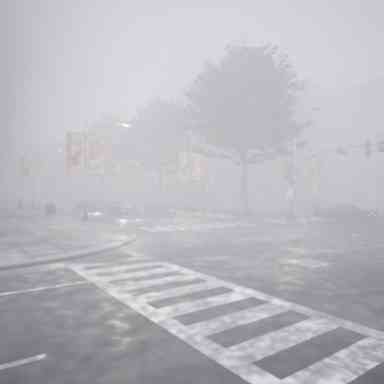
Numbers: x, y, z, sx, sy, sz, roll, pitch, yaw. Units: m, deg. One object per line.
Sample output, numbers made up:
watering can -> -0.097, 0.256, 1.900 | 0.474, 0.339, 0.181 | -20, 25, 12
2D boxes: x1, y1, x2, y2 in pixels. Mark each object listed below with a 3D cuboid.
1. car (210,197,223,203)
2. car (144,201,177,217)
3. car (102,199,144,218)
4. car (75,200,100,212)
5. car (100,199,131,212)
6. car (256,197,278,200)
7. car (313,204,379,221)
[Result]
car -> 4.894, 1.842, 74.575 | 2.161, 1.482, 4.786 | 1, 0, -36
car -> -3.319, 1.642, 33.071 | 2.128, 1.511, 4.902 | 1, 0, -36
car -> -6.632, 1.645, 31.675 | 1.812, 1.442, 4.674 | 1, 0, -35
car -> -12.535, 1.684, 39.927 | 1.994, 1.385, 4.181 | 1, 0, -36
car -> -9.757, 1.640, 42.063 | 2.128, 1.511, 4.902 | 1, 0, -35
car -> 15.373, 1.785, 67.094 | 2.002, 1.452, 4.674 | 1, 0, -36
car -> 13.885, 1.808, 30.206 | 5.357, 1.411, 2.033 | 0, 0, 42
